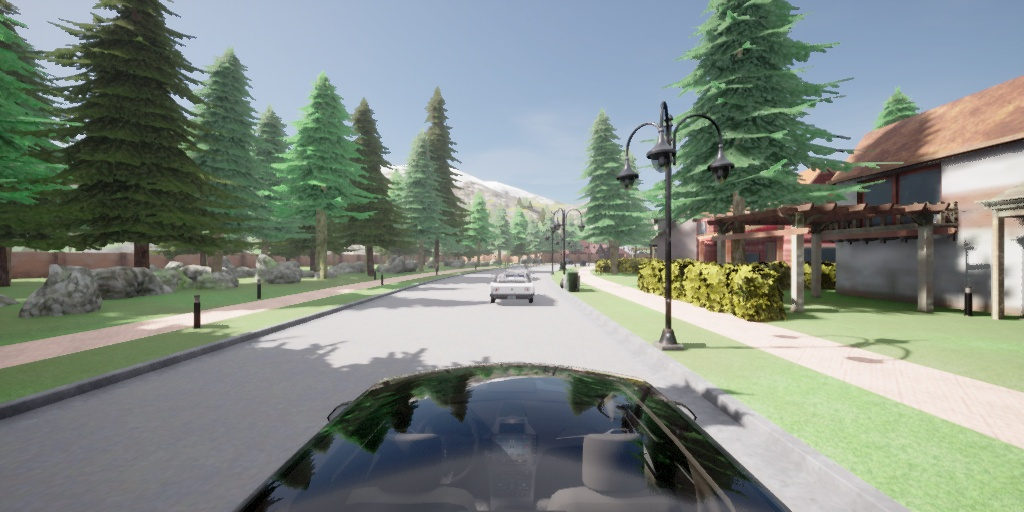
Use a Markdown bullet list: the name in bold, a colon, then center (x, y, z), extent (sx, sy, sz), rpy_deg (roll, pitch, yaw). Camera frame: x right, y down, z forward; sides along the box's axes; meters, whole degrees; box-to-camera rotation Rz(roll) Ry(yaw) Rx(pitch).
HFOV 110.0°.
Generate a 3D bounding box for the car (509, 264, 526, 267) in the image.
- **car**: center (0.543, 1.366, 31.304), extent (1.895, 1.301, 4.718), rpy_deg (0, 0, 6)

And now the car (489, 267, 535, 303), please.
- **car**: center (0.000, 1.366, 16.494), extent (1.895, 1.301, 4.718), rpy_deg (0, 0, 0)
